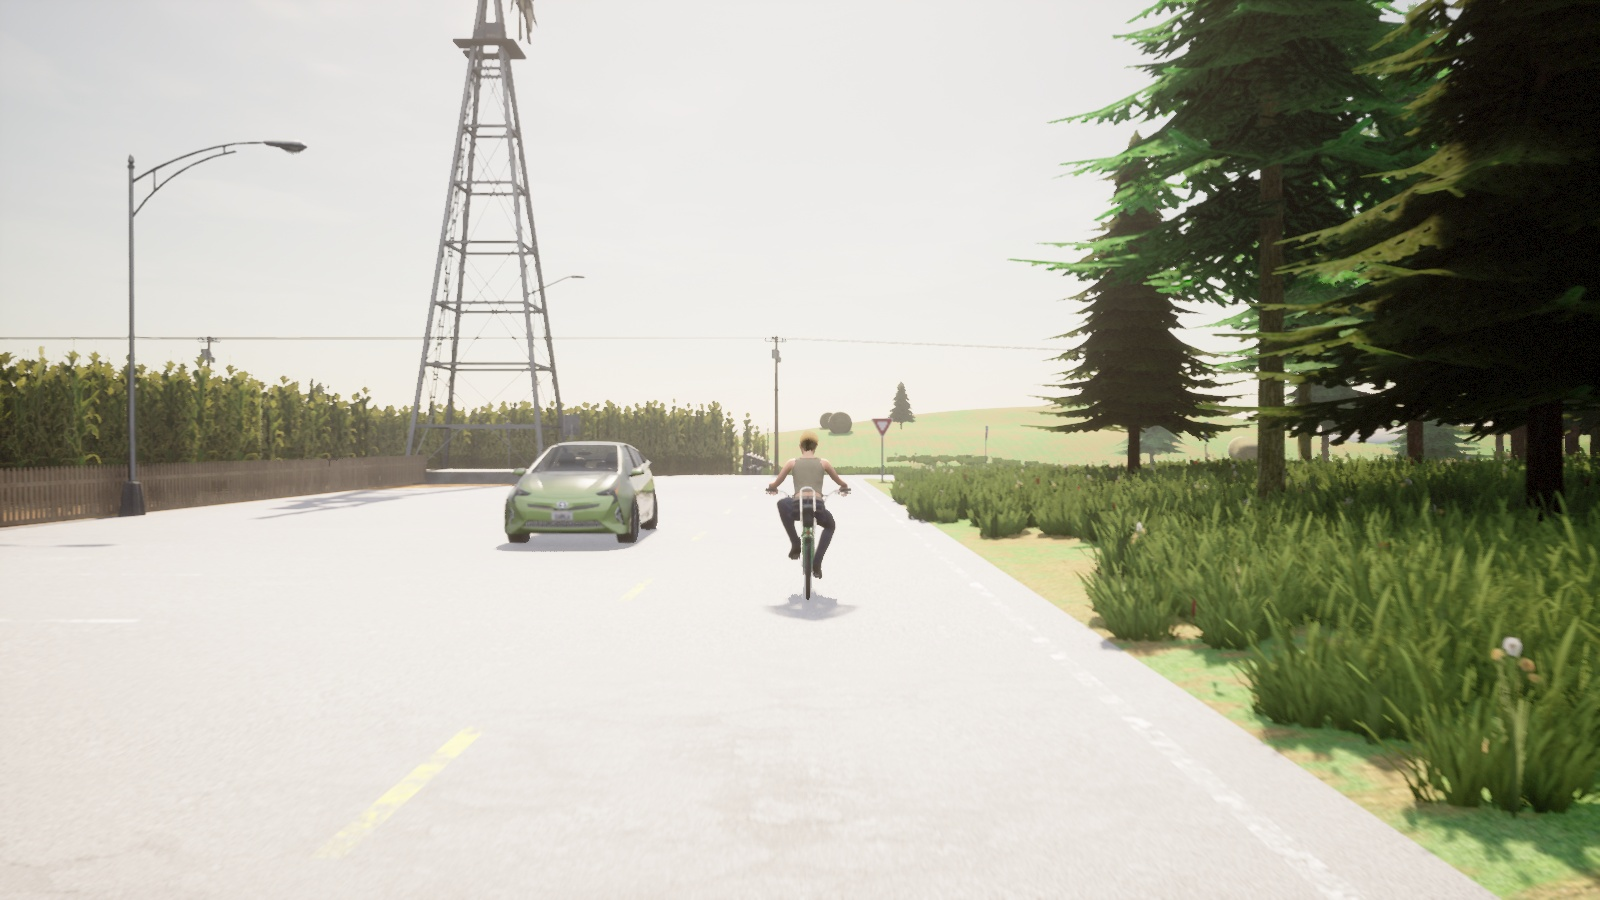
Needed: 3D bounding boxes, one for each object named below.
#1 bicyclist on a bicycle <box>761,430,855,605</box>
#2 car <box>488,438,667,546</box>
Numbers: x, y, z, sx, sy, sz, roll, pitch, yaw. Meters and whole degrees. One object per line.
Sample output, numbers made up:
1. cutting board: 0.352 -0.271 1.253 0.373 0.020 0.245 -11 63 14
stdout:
1. bicyclist on a bicycle: 0.081 0.614 12.332 0.866 1.612 1.509 0 0 1
2. car: -3.371 0.580 19.938 2.007 1.525 4.514 0 0 0
